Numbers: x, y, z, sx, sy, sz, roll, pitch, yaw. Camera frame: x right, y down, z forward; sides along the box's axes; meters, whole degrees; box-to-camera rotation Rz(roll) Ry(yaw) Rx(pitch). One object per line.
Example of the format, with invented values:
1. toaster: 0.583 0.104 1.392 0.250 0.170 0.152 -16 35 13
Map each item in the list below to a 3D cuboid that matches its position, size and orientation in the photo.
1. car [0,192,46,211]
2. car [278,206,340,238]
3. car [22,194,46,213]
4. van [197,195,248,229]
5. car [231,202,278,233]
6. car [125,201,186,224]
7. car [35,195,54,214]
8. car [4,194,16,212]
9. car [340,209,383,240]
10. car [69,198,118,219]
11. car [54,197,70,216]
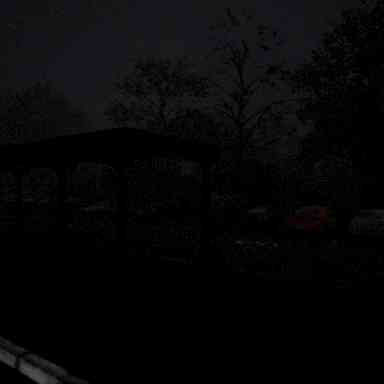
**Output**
1. car: -18.202 0.975 35.620 2.435 2.045 5.566 1 0 35
2. car: 6.688 1.486 17.942 2.097 1.535 5.008 1 0 35
3. car: -13.661 1.273 32.431 2.097 1.535 5.008 1 0 35
4. van: 2.236 1.213 21.258 1.878 1.987 4.442 1 0 35
5. car: 4.425 1.502 19.553 2.002 1.452 4.674 1 0 35
6. car: -2.373 1.421 24.358 2.163 1.488 4.792 1 0 35
7. car: -11.398 1.298 30.822 2.231 1.521 4.892 1 0 35
8. car: -15.923 1.250 34.040 2.097 1.535 5.008 1 0 35
9. car: 8.950 1.550 16.335 2.002 1.452 4.674 1 0 35
10. car: -6.987 1.341 27.448 1.946 1.575 5.366 1 0 35
11. car: -9.124 1.350 29.232 2.163 1.488 4.792 1 0 35
